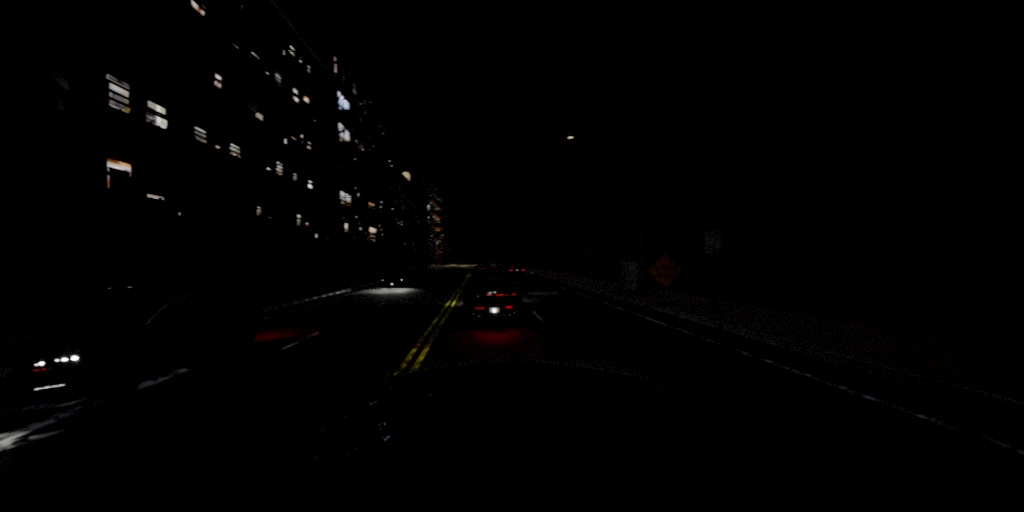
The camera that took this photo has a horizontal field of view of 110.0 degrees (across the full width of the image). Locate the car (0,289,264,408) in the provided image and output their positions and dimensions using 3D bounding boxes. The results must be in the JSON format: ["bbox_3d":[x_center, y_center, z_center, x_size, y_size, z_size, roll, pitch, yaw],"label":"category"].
[{"bbox_3d":[-6.947,1.438,6.904,2.128,1.511,4.902,-1,0,-5],"label":"car"}]

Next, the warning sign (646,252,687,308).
[{"bbox_3d":[5.330,0.782,12.407,1.300,1.860,1.060,0,0,-5],"label":"warning sign"}]

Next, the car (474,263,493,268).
[{"bbox_3d":[-3.055,1.477,38.689,1.882,1.535,5.008,-1,0,-5],"label":"car"}]

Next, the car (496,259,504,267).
[{"bbox_3d":[-0.858,1.562,50.544,1.994,1.385,4.181,-1,0,-4],"label":"car"}]

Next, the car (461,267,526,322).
[{"bbox_3d":[-0.728,1.324,12.721,1.837,1.490,4.892,-1,0,-5],"label":"car"}]

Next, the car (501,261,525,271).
[{"bbox_3d":[0.316,1.457,37.313,2.033,1.411,5.357,-1,0,-5],"label":"car"}]

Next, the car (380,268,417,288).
[{"bbox_3d":[-8.815,1.643,28.270,2.033,1.411,5.357,-1,0,-5],"label":"car"}]
